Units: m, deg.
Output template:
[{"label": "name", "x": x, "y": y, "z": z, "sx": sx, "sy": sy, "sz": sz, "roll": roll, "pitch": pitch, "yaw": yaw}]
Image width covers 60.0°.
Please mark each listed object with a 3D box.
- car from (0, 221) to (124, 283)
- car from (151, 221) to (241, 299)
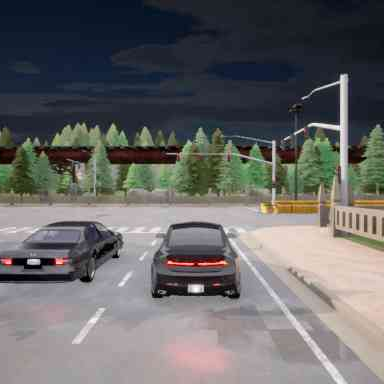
[{"label": "car", "x": -3.388, "y": 1.547, "z": 9.655, "sx": 2.033, "sy": 1.411, "sz": 5.357, "roll": 0, "pitch": 0, "yaw": 0}, {"label": "car", "x": 0.099, "y": 1.505, "z": 8.466, "sx": 1.837, "sy": 1.490, "sz": 4.892, "roll": 0, "pitch": 0, "yaw": 1}]
